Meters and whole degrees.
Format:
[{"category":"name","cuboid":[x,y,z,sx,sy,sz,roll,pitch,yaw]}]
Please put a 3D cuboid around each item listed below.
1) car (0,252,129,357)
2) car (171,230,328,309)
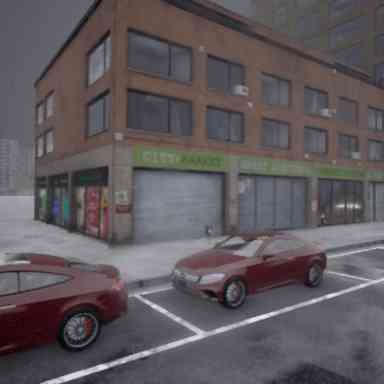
[{"category":"car","cuboid":[-2.958,1.582,4.646,4.206,1.307,1.802,0,0,-35]},{"category":"car","cuboid":[1.513,1.597,7.835,4.206,1.307,1.802,0,0,-35]}]
